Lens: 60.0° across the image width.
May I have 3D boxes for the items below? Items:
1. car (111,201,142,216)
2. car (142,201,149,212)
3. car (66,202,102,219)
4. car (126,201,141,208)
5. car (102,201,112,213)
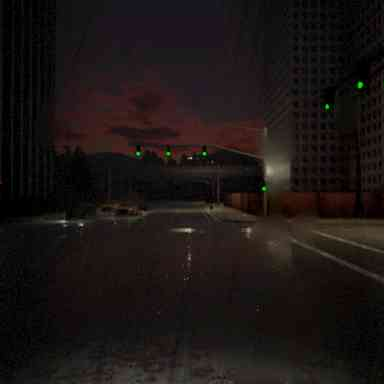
[{"bbox_3d":[-7.282,1.850,37.480,1.882,1.535,5.008,0,-1,0],"label":"car"},{"bbox_3d":[-7.332,1.997,47.227,1.812,1.442,4.674,0,0,0],"label":"car"},{"bbox_3d":[-10.767,1.796,32.729,1.882,1.535,5.008,0,-1,0],"label":"car"},{"bbox_3d":[-10.820,2.279,61.669,1.895,1.301,4.718,0,-1,0],"label":"car"},{"bbox_3d":[-10.825,1.920,44.892,1.882,1.535,5.008,0,-1,0],"label":"car"}]
